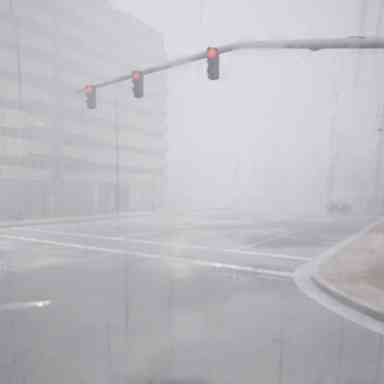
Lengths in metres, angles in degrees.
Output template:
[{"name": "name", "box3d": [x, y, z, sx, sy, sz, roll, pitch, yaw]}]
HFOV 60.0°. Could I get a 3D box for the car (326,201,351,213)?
[{"name": "car", "box3d": [16.490, 1.671, 37.234, 1.895, 1.301, 4.718, -1, 0, 35]}]
